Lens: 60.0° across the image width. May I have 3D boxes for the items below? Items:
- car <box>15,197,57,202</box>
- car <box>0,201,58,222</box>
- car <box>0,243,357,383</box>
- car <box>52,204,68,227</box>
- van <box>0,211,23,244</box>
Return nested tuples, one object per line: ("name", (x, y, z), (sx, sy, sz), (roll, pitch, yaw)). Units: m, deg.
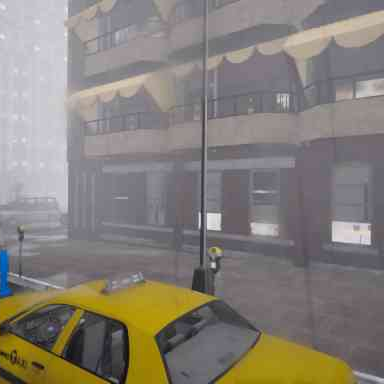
("car", (-13.735, 1.339, 28.124), (2.192, 1.841, 5.009), (1, 0, 36))
("car", (-12.528, 1.653, 25.371), (1.895, 1.301, 4.718), (1, 0, 36))
("car", (-0.897, 1.525, 3.506), (4.829, 1.417, 1.752), (0, 1, 36))
("car", (-6.951, 1.686, 23.209), (1.887, 1.381, 4.507), (1, 0, 36))
("van", (-5.317, 1.339, 6.663), (3.998, 1.788, 1.690), (0, 1, 36))
